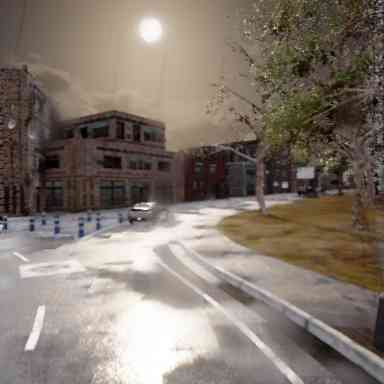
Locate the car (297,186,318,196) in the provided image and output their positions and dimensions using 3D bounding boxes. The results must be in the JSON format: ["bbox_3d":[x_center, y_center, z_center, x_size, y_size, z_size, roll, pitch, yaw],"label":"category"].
[{"bbox_3d":[22.532,-0.215,65.623,2.150,2.045,5.566,-1,1,35],"label":"car"}]

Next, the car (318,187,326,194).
[{"bbox_3d":[28.461,-0.406,74.159,2.128,1.511,4.902,-1,1,35],"label":"car"}]

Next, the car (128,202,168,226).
[{"bbox_3d":[-2.996,1.480,23.664,2.128,1.511,4.902,-1,1,9],"label":"car"}]
